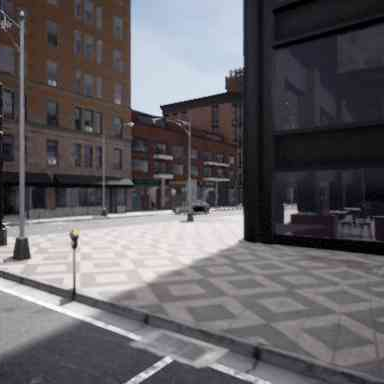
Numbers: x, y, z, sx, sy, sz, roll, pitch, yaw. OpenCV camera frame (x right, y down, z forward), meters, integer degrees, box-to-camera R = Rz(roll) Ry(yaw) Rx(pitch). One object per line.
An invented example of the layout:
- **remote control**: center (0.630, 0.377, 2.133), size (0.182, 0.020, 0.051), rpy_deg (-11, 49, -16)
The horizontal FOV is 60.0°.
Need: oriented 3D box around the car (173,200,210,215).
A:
- **car**: center (0.026, 1.581, 34.570), size (2.128, 1.511, 4.902), rpy_deg (0, 0, 36)
